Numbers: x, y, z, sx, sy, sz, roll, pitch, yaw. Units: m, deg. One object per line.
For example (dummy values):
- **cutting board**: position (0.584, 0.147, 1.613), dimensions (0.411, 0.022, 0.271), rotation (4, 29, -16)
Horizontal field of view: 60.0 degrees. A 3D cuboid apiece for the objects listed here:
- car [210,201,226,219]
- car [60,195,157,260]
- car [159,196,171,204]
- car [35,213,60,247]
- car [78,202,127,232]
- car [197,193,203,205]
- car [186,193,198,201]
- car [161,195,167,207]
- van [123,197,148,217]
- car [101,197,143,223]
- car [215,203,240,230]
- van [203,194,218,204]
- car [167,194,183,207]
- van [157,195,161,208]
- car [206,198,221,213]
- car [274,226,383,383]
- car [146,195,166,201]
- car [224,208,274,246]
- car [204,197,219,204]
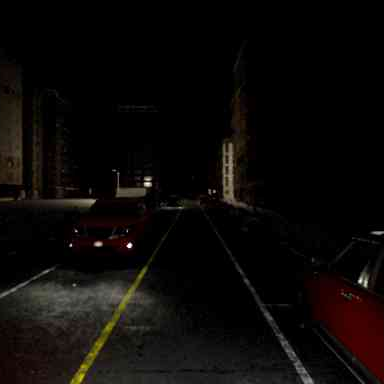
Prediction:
- **car**: position (2.651, 1.593, 26.268), dimensions (1.802, 1.307, 4.206), rotation (0, 0, 0)
- **car**: position (-2.838, 1.226, 12.876), dimensions (2.150, 2.045, 5.566), rotation (0, 0, 0)
- **car**: position (-5.353, 1.579, 66.033), dimensions (2.008, 1.369, 4.403), rotation (0, 0, 0)
- **car**: position (-5.381, 1.550, 14.913), dimensions (1.887, 1.381, 4.507), rotation (0, 0, 0)
- **car**: position (-5.378, 1.447, 20.593), dimensions (1.967, 1.590, 4.097), rotation (0, 0, 0)
- **car**: position (2.255, 1.483, 57.297), dimensions (1.801, 1.575, 5.366), rotation (0, 0, 0)
- **car**: position (0.040, 1.386, 75.382), dimensions (2.033, 1.411, 5.357), rotation (0, 0, 0)
- **car**: position (-5.362, 1.336, 48.993), dimensions (2.192, 1.841, 5.009), rotation (0, 0, 0)
- **van**: position (-5.372, 1.354, 31.953), dimensions (1.690, 1.788, 3.998), rotation (0, 0, 0)
- **car**: position (-5.375, 1.325, 26.273), dimensions (2.192, 1.841, 5.009), rotation (0, 0, 0)
- **car**: position (2.647, 1.590, 20.588), dimensions (1.802, 1.307, 4.206), rotation (0, 0, 0)
- **van**: position (2.660, 1.361, 43.308), dimensions (1.690, 1.788, 3.998), rotation (0, 0, 0)
- **car**: position (-2.801, 1.527, 51.215), dimensions (1.837, 1.490, 4.892), rotation (0, 0, 0)
- **van**: position (-5.365, 1.359, 43.313), dimensions (1.690, 1.788, 3.998), rotation (0, 0, 0)
- **car**: position (2.654, 1.565, 31.948), dimensions (2.008, 1.369, 4.403), rotation (0, 0, 0)
- **car**: position (2.638, 1.317, 3.548), dimensions (2.192, 1.841, 5.009), rotation (0, 0, 0)
- **car**: position (-9.401, 1.552, 86.699), dimensions (4.718, 1.301, 1.895), rotation (0, 0, 8)
- **car**: position (2.644, 1.588, 14.908), dimensions (1.802, 1.307, 4.206), rotation (0, 0, 0)
- **car**: position (2.657, 1.583, 37.628), dimensions (1.947, 1.339, 4.313), rotation (0, 0, 0)
